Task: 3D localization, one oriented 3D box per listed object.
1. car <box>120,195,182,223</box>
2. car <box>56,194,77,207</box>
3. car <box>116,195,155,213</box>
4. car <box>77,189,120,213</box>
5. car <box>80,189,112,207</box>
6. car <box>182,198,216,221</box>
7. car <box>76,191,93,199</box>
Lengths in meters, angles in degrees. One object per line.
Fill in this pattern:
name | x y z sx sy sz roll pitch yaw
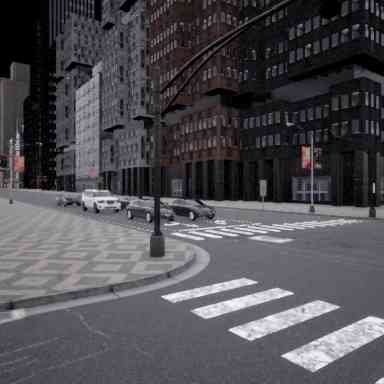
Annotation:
car | -2.970 1.240 23.324 1.837 1.490 4.892 0 1 -36
car | -14.861 0.991 39.838 2.033 1.411 5.357 0 1 -36
car | -5.643 1.108 32.595 1.837 1.490 4.892 0 1 -36
car | -8.653 0.819 31.212 2.150 2.045 5.566 0 1 -36
car | -12.030 0.665 41.474 2.150 2.045 5.566 0 1 -35
car | -0.205 1.239 25.003 1.837 1.490 4.892 0 1 -38
car | -21.141 0.581 65.554 1.812 1.442 4.674 0 1 -36
